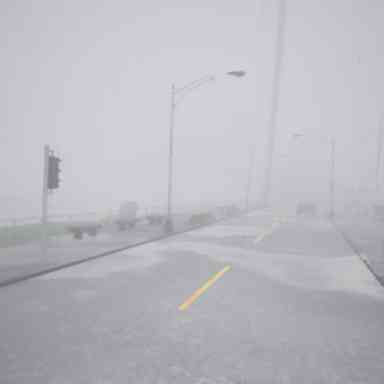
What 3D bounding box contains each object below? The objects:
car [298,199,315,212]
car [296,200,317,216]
[{"bbox_3d":[16.000,1.831,46.370,2.033,1.411,5.357,2,0,20],"label":"car"},{"bbox_3d":[12.419,1.724,36.087,1.837,1.490,4.892,2,0,20],"label":"car"}]
